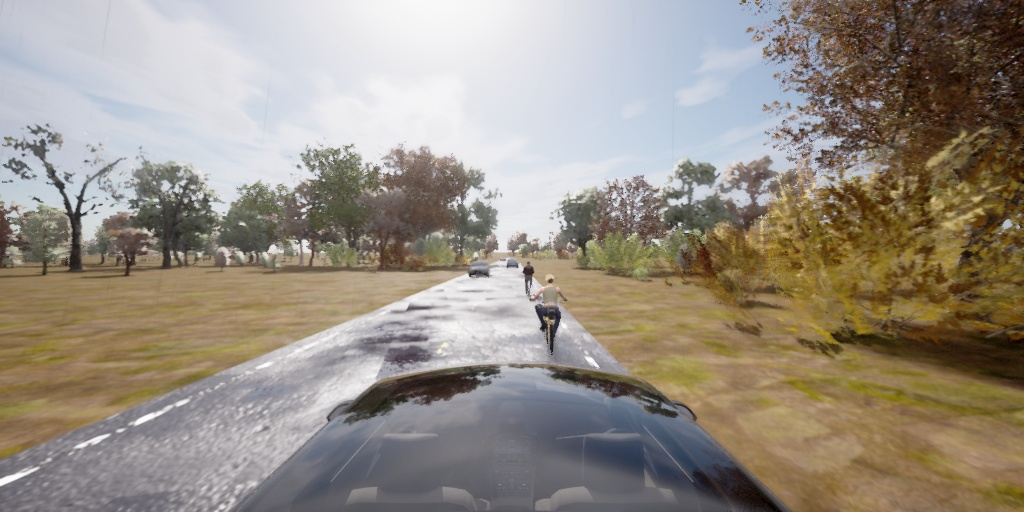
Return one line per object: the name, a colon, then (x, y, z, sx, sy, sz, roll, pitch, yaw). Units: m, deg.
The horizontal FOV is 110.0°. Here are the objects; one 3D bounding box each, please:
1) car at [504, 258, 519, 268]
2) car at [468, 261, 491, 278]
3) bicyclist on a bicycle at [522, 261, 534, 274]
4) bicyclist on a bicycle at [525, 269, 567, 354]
car: (0.111, 1.280, 60.180, 1.994, 1.385, 4.181, 0, 0, 0)
car: (-3.094, 1.244, 34.536, 1.837, 1.490, 4.892, 0, 0, 0)
bicyclist on a bicycle: (0.829, 1.118, 18.069, 0.659, 1.776, 1.843, 0, 0, 0)
bicyclist on a bicycle: (0.803, 1.186, 7.769, 0.866, 1.612, 1.509, 0, 0, 0)
